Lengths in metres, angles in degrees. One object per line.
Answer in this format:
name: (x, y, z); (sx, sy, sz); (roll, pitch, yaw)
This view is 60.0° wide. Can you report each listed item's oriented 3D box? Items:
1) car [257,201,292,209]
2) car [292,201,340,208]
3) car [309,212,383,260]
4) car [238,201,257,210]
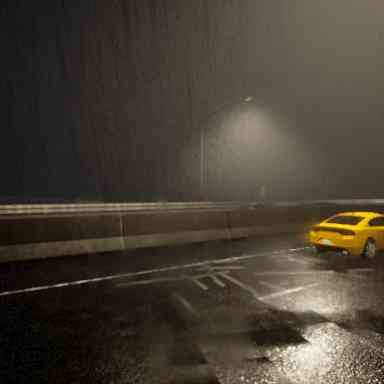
car: (8.961, 1.583, 31.615); (4.902, 1.511, 2.128); (0, 0, -35)
car: (11.339, 1.569, 29.004); (5.008, 1.535, 1.882); (1, 0, -35)
car: (6.584, 1.519, 12.672); (5.008, 1.535, 1.882); (0, 0, -35)
car: (6.718, 1.654, 34.321); (4.181, 1.385, 1.994); (0, 0, -35)
